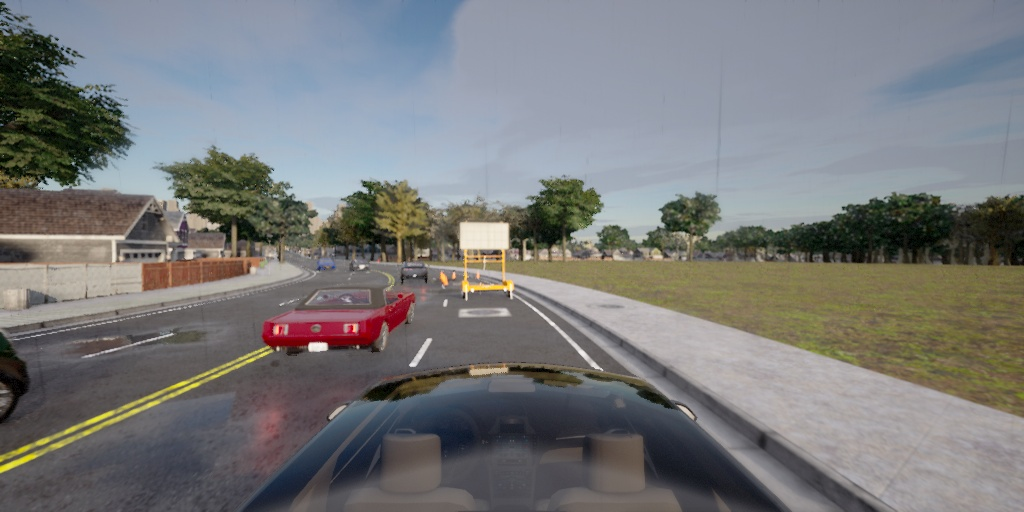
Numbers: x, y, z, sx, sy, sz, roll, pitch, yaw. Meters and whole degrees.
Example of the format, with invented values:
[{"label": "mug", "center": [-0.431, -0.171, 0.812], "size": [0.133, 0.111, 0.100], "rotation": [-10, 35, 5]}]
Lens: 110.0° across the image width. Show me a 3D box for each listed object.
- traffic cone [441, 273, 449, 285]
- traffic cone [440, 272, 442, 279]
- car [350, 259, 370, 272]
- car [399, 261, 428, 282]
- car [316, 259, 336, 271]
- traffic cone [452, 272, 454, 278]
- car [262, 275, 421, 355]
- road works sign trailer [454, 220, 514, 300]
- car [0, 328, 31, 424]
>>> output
[{"label": "traffic cone", "center": [-4.337, 1.578, 23.523], "size": [0.340, 0.580, 0.340], "rotation": [0, 0, -14]}, {"label": "traffic cone", "center": [-4.811, 1.568, 25.466], "size": [0.340, 0.580, 0.340], "rotation": [0, 0, -14]}, {"label": "car", "center": [-18.171, 1.080, 42.695], "size": [2.128, 1.511, 4.902], "rotation": [-1, 0, -30]}, {"label": "car", "center": [-7.224, 1.110, 26.299], "size": [2.128, 1.511, 4.902], "rotation": [0, 0, -17]}, {"label": "car", "center": [-23.517, 1.089, 45.297], "size": [1.882, 1.535, 5.008], "rotation": [-1, 0, -32]}, {"label": "traffic cone", "center": [-4.789, 1.543, 29.589], "size": [0.340, 0.580, 0.340], "rotation": [0, 0, -14]}, {"label": "car", "center": [-3.628, 1.313, 8.584], "size": [1.895, 1.301, 4.718], "rotation": [0, 0, -5]}, {"label": "road works sign trailer", "center": [-1.322, 0.117, 17.061], "size": [2.380, 3.560, 2.880], "rotation": [0, 0, -14]}, {"label": "car", "center": [-6.775, 1.106, 2.238], "size": [2.097, 1.767, 4.553], "rotation": [0, 0, -2]}]
